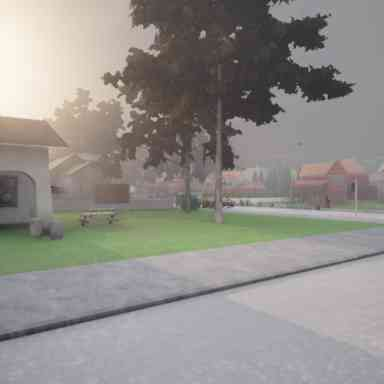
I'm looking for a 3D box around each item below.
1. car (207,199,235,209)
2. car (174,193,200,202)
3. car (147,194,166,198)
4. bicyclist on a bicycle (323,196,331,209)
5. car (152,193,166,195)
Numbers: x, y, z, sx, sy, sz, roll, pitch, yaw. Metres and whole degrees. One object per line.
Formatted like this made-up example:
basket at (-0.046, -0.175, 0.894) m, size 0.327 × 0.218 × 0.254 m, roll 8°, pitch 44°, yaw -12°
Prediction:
car at (3.673, 1.581, 45.138) m, size 1.895 × 1.301 × 4.718 m, roll 0°, pitch 0°, yaw -36°
car at (-0.921, 1.198, 58.629) m, size 2.150 × 2.045 × 5.566 m, roll 0°, pitch 0°, yaw -35°
car at (-7.022, 1.588, 60.183) m, size 1.994 × 1.385 × 4.181 m, roll 0°, pitch 0°, yaw -36°
bicyclist on a bicycle at (16.758, 1.323, 41.316) m, size 1.656 × 1.620 × 0.582 m, roll 0°, pitch 0°, yaw -36°
car at (-7.196, 1.199, 67.279) m, size 2.150 × 2.045 × 5.566 m, roll 0°, pitch 0°, yaw -36°
